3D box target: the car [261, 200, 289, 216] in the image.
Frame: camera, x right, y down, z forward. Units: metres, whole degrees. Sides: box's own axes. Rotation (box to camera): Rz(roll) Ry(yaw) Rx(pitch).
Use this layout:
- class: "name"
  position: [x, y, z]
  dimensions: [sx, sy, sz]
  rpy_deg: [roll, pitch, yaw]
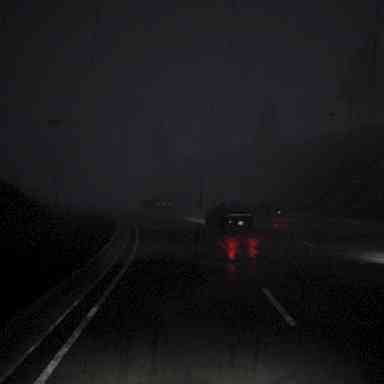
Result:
- class: "car"
  position: [6.538, 1.390, 29.703]
  dimensions: [1.895, 1.301, 4.718]
  rpy_deg: [0, 0, -18]

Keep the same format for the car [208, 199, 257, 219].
- class: "car"
  position: [3.288, 1.361, 28.519]
  dimensions: [2.033, 1.411, 5.357]
  rpy_deg: [0, 0, -19]

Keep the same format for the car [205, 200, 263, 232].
- class: "car"
  position: [2.041, 1.366, 19.406]
  dimensions: [2.128, 1.511, 4.902]
  rpy_deg: [0, 0, -11]

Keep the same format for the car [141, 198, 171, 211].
- class: "car"
  position: [-4.063, 1.350, 36.859]
  dimensions: [2.033, 1.411, 5.357]
  rpy_deg: [0, 0, -27]
